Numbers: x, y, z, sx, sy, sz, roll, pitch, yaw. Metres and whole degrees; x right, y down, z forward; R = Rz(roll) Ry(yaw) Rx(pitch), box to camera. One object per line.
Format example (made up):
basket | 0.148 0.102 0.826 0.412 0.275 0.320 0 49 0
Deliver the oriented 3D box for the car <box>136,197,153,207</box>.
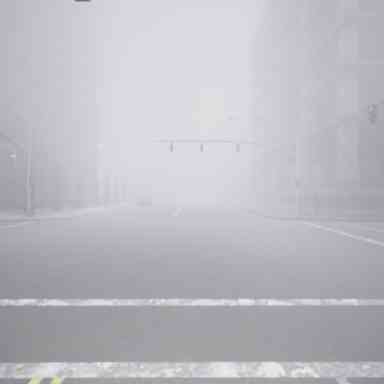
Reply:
car | -6.780 1.470 48.175 1.994 1.385 4.181 0 0 0
